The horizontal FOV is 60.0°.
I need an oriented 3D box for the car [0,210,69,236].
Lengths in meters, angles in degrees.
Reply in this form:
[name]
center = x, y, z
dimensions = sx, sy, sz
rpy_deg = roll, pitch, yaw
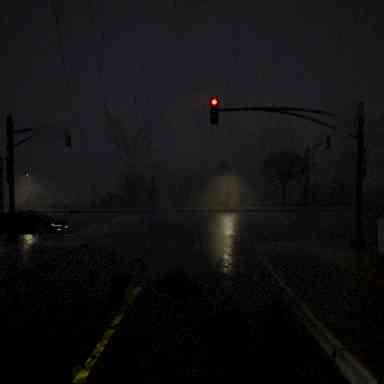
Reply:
[car]
center = -9.949, 1.855, 20.141
dimensions = 4.892, 1.490, 1.837
rpy_deg = 0, 2, 5
